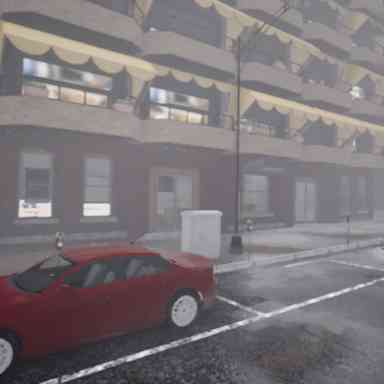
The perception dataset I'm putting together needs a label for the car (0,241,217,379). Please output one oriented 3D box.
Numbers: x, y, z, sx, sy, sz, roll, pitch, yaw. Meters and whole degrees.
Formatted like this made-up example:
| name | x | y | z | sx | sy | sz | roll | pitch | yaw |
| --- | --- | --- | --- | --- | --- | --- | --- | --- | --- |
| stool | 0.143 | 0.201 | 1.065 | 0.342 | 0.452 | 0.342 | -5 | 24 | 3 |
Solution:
| name | x | y | z | sx | sy | sz | roll | pitch | yaw |
| --- | --- | --- | --- | --- | --- | --- | --- | --- | --- |
| car | -1.651 | 1.547 | 5.365 | 4.507 | 1.381 | 1.887 | 0 | 1 | -35 |
